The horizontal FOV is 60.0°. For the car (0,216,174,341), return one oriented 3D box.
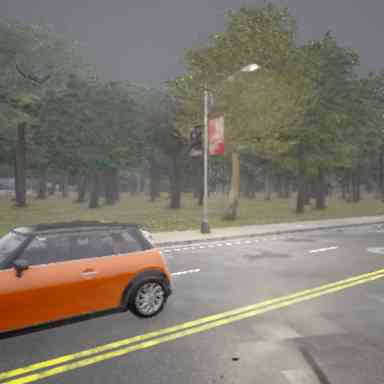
[{"bbox_3d":[-2.646,1.358,5.791,4.553,1.767,2.097,0,0,-36],"label":"car"}]

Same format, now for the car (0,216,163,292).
[{"bbox_3d":[-3.298,1.539,9.318,4.674,1.442,1.812,0,0,-36],"label":"car"}]
